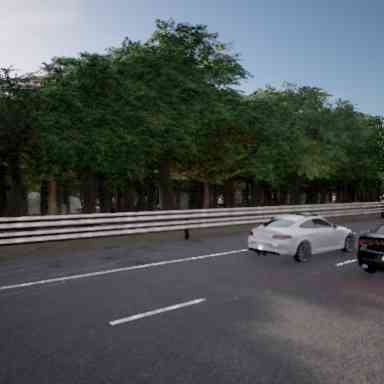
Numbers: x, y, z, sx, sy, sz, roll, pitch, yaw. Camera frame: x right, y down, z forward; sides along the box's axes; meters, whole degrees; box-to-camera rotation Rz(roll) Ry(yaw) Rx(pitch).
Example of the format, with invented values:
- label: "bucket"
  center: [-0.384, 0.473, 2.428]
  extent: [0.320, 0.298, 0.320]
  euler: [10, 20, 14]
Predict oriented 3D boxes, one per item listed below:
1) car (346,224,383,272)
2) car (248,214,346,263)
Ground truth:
- label: "car"
  center: [6.686, 1.469, 9.562]
  extent: [5.008, 1.535, 1.882]
  euler: [0, 0, -38]
- label: "car"
  center: [3.994, 1.513, 11.905]
  extent: [4.674, 1.442, 1.812]
  euler: [0, 0, -38]
